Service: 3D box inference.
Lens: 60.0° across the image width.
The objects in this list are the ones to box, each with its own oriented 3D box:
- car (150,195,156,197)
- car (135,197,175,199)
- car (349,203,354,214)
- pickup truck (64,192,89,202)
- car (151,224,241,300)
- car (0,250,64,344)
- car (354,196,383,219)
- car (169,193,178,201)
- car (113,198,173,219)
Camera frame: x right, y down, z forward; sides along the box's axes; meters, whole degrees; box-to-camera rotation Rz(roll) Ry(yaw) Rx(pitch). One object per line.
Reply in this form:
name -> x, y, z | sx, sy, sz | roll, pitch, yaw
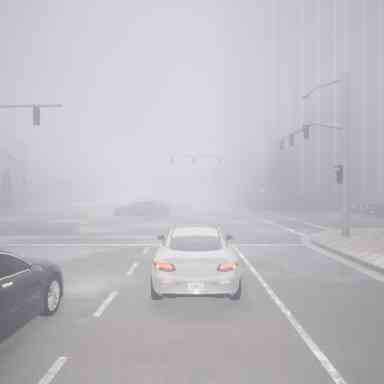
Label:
car -> -7.920, 1.505, 57.972 | 1.837, 1.490, 4.892 | 0, 0, -1
car -> -4.405, 1.491, 32.427 | 4.902, 1.511, 2.128 | 0, 0, 0
car -> 17.192, 1.352, 32.579 | 4.553, 1.767, 2.097 | 0, 0, 0
pickup truck -> -24.637, 1.059, 70.312 | 2.390, 2.098, 6.274 | 0, 0, 30
car -> 0.080, 1.526, 8.252 | 1.812, 1.442, 4.674 | 0, 0, 0
car -> -3.434, 1.505, 4.603 | 1.837, 1.490, 4.892 | 0, 0, 1
car -> 17.710, 1.214, 29.084 | 5.566, 2.045, 2.150 | -1, 0, 0
car -> -4.721, 1.225, 85.527 | 2.150, 2.045, 5.566 | 0, 0, -1
car -> -4.368, 1.504, 28.927 | 4.892, 1.490, 1.837 | 0, 0, 0
